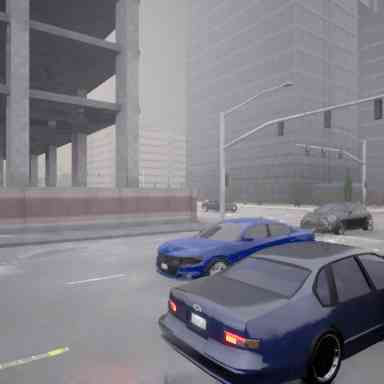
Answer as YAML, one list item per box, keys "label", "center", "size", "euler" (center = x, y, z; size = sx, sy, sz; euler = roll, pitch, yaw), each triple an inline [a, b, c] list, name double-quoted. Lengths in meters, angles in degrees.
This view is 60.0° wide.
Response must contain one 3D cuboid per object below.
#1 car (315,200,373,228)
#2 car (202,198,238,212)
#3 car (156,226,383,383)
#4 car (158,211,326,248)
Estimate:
- label: "car"
  center: [8.094, 1.352, 18.536]
  size: [4.553, 1.767, 2.097]
  euler: [0, 0, -37]
- label: "car"
  center: [3.053, 1.505, 37.394]
  size: [1.837, 1.490, 4.892]
  euler: [0, 0, -36]
- label: "car"
  center: [2.130, 1.547, 5.310]
  size: [5.357, 1.411, 2.033]
  euler: [0, 0, -35]
- label: "car"
  center: [1.382, 1.477, 9.293]
  size: [5.008, 1.535, 1.882]
  euler: [0, 0, -36]
